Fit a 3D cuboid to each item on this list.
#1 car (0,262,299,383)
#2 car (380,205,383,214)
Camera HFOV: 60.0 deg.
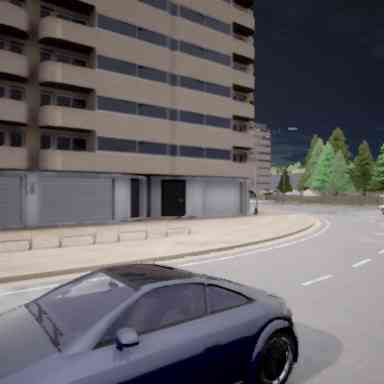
[{"bbox_3d":[-0.725,1.565,3.628,4.181,1.385,1.994,0,0,-37],"label":"car"},{"bbox_3d":[20.358,1.618,32.652,1.895,1.301,4.718,0,0,5],"label":"car"}]
